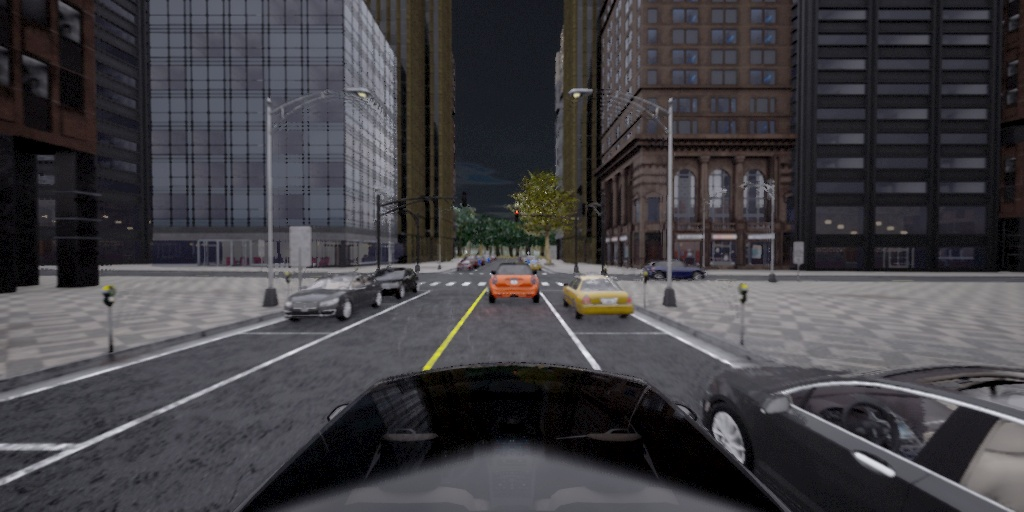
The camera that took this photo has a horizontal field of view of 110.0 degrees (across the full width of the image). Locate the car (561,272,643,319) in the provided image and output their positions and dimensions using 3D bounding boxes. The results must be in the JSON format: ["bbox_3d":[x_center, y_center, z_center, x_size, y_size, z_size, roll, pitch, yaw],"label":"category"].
[{"bbox_3d":[2.762,1.233,12.495,1.751,1.417,4.829,0,0,0],"label":"car"}]

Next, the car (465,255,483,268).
[{"bbox_3d":[-5.765,0.830,50.180,2.192,1.841,5.009,0,0,0],"label":"car"}]

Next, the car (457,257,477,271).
[{"bbox_3d":[-5.765,1.131,44.500,1.802,1.307,4.207,0,0,0],"label":"car"}]

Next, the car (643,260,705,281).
[{"bbox_3d":[13.119,1.103,29.071,4.553,1.767,2.097,0,1,-1],"label":"car"}]

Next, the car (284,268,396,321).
[{"bbox_3d":[-5.764,1.260,12.150,2.007,1.370,4.403,0,0,0],"label":"car"}]

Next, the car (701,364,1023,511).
[{"bbox_3d":[2.762,1.299,1.919,2.007,1.370,4.403,0,0,0],"label":"car"}]

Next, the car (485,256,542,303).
[{"bbox_3d":[0.090,1.042,16.412,2.097,1.767,4.553,0,0,0],"label":"car"}]

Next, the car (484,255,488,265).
[{"bbox_3d":[-5.766,0.759,61.540,2.192,1.841,5.009,0,0,0],"label":"car"}]

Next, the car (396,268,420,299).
[{"bbox_3d":[-5.764,1.252,17.529,1.948,1.339,4.313,0,0,0],"label":"car"}]
